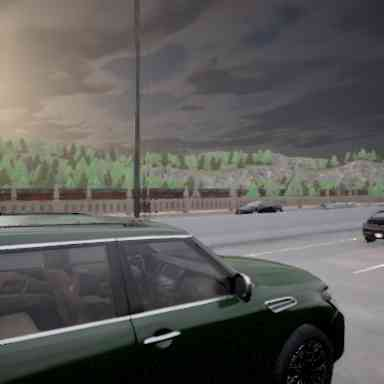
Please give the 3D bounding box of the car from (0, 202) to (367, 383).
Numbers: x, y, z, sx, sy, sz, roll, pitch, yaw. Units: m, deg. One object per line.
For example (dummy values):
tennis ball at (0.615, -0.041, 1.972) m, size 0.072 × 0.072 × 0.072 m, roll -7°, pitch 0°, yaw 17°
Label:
car at (-0.895, 1.221, 3.108) m, size 5.566 × 2.045 × 2.150 m, roll 0°, pitch 0°, yaw -35°

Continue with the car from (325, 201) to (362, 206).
car at (11.348, 1.506, 25.161) m, size 4.892 × 1.490 × 1.837 m, roll 0°, pitch 0°, yaw -37°

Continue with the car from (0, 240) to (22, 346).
car at (-5.049, 1.600, 4.445) m, size 4.718 × 1.301 × 1.895 m, roll 0°, pitch 0°, yaw -35°

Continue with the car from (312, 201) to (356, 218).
car at (13.255, 1.565, 30.960) m, size 4.181 × 1.385 × 1.994 m, roll 0°, pitch 0°, yaw -37°

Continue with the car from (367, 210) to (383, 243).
car at (9.506, 1.506, 14.878) m, size 4.892 × 1.490 × 1.837 m, roll 0°, pitch 0°, yaw -36°

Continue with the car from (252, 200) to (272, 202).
car at (6.068, 1.478, 29.963) m, size 5.008 × 1.535 × 1.882 m, roll 0°, pitch 0°, yaw -37°
